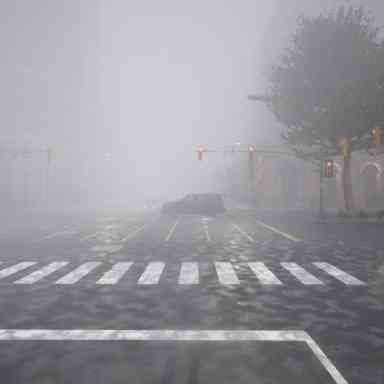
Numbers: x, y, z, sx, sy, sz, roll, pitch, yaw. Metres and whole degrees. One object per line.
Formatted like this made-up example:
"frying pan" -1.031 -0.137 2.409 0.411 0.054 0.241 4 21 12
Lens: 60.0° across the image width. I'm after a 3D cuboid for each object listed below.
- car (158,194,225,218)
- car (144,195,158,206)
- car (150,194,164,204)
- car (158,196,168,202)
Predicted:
"car" 0.132 1.221 29.417 5.566 2.045 2.150 0 0 0
"car" -6.759 1.477 55.190 1.882 1.535 5.008 0 0 1
"car" -6.674 1.352 64.256 2.097 1.767 4.553 0 0 1
"car" -6.465 1.595 74.480 1.895 1.301 4.718 0 0 1
